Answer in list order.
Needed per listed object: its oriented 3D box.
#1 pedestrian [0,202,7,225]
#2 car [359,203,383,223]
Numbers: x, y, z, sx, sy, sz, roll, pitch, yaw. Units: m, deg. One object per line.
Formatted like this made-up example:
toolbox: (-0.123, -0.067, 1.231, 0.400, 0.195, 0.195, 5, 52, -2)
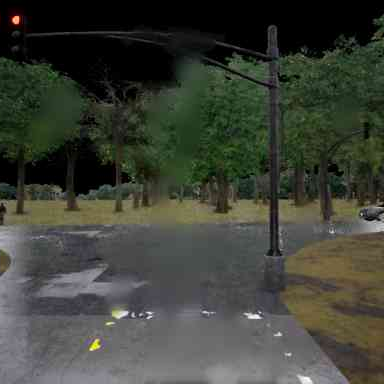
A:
pedestrian: (-15.235, 1.718, 26.785, 0.375, 1.860, 0.375, 0, -1, 0)
car: (14.158, 1.312, 23.009, 4.892, 1.490, 1.837, -1, -2, 0)
